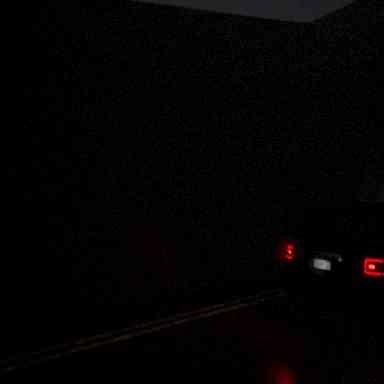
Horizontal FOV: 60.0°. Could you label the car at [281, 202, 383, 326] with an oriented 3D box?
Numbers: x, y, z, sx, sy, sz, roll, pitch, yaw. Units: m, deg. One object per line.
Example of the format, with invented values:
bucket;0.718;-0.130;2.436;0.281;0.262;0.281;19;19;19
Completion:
car;4.217;1.226;6.757;5.566;2.045;2.150;0;0;-36
